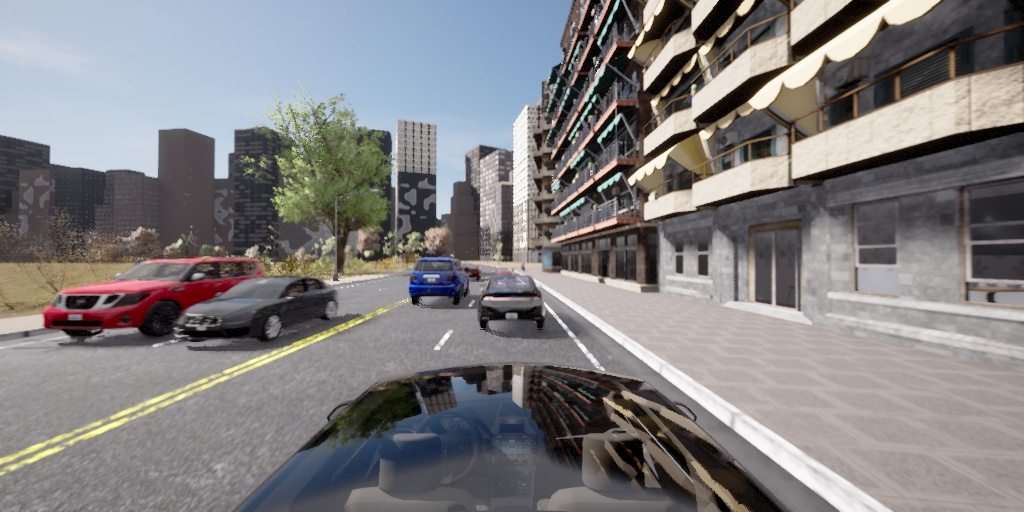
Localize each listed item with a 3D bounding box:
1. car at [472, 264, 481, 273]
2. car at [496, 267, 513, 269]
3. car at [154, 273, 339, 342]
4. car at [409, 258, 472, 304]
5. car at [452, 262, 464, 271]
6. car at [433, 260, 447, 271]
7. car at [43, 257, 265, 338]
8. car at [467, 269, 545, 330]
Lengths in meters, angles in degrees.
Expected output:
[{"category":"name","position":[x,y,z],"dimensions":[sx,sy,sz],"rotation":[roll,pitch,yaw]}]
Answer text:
[{"category":"car","position":[-4.094,1.542,35.429],"dimensions":[1.882,1.535,5.008],"rotation":[0,0,-3]},{"category":"car","position":[-0.684,1.637,32.390],"dimensions":[1.895,1.301,4.718],"rotation":[0,-1,-3]},{"category":"car","position":[-6.677,1.334,10.100],"dimensions":[1.837,1.490,4.892],"rotation":[0,-1,-1]},{"category":"car","position":[-3.384,1.118,17.462],"dimensions":[2.150,2.045,5.566],"rotation":[0,-1,-1]},{"category":"car","position":[-9.547,1.860,63.944],"dimensions":[1.812,1.442,4.674],"rotation":[0,-1,-5]},{"category":"car","position":[-12.811,1.688,63.981],"dimensions":[2.097,1.767,4.553],"rotation":[0,-1,-6]},{"category":"car","position":[-9.923,1.058,10.882],"dimensions":[2.150,2.045,5.566],"rotation":[0,-1,-1]},{"category":"car","position":[-0.028,1.335,11.553],"dimensions":[2.128,1.511,4.902],"rotation":[0,0,-1]}]
